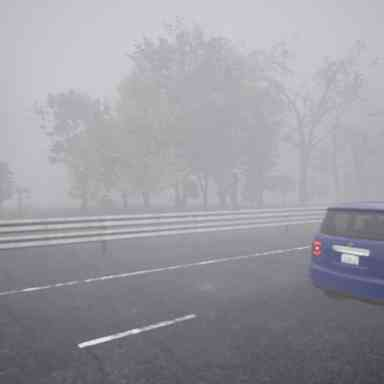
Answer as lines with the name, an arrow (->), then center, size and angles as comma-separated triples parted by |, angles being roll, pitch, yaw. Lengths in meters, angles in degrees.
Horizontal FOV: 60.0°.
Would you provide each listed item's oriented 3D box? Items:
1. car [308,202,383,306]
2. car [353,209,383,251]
car -> 4.864, 1.227, 7.142 | 5.566, 2.045, 2.150 | 0, 0, -35
car -> 9.170, 1.516, 14.352 | 4.892, 1.490, 1.837 | 0, 0, -34
